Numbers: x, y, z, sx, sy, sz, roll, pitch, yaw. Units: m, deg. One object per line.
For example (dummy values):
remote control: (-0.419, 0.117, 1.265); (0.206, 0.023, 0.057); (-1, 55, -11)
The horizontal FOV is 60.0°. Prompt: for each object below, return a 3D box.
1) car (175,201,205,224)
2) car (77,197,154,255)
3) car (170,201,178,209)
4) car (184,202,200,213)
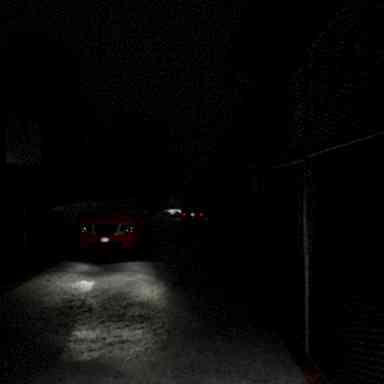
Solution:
car: (0.029, 1.651, 25.480); (2.033, 1.411, 5.357); (0, -1, 0)
car: (-2.883, 1.237, 13.749); (2.150, 2.045, 5.566); (0, 0, 0)
car: (-2.435, 2.198, 55.116); (1.895, 1.301, 4.718); (0, -1, 4)
car: (0.063, 1.951, 42.402); (1.895, 1.301, 4.718); (0, -1, 1)
